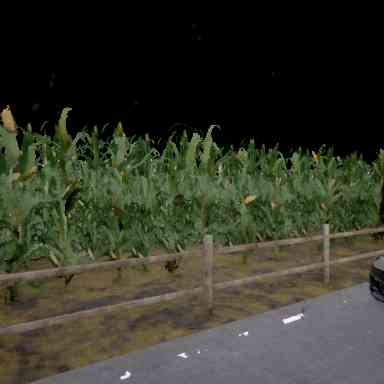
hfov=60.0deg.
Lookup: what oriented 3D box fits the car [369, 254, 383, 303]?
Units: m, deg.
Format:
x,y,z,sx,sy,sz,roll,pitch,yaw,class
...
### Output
x,y,z,sx,sy,sz,roll,pitch,yaw,class
5.742,1.480,7.085,5.008,1.535,1.882,0,0,-35,car
